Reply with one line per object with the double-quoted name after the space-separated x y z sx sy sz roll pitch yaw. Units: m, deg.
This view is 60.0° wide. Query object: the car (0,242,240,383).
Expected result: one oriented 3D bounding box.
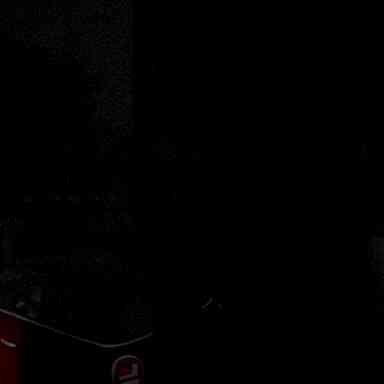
-1.583 1.438 4.073 4.097 1.590 1.967 0 0 35 "car"
